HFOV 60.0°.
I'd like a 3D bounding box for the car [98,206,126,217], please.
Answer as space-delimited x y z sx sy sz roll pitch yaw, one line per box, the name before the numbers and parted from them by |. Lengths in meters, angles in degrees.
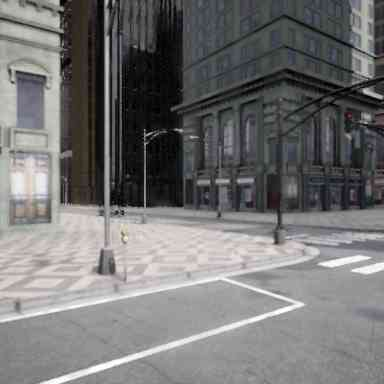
car | -9.461 2.260 39.255 1.895 1.301 4.718 0 -1 -35
